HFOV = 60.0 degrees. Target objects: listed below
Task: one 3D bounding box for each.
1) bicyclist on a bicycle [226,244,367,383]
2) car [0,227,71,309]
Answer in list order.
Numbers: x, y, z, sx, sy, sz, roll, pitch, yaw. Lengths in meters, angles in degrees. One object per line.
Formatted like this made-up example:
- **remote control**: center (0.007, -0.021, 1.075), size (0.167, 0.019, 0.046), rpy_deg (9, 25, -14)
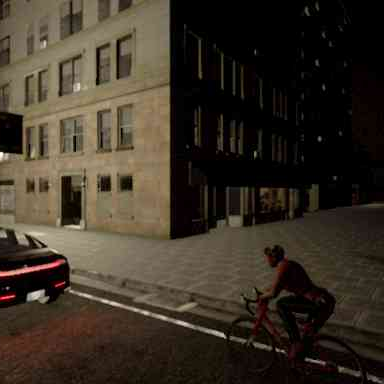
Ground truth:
- **bicyclist on a bicycle**: center (1.110, 1.451, 3.867), size (1.656, 1.620, 0.582), rpy_deg (0, 0, 35)
- **car**: center (-4.533, 1.484, 6.907), size (4.902, 1.511, 2.128), rpy_deg (0, 0, 36)
